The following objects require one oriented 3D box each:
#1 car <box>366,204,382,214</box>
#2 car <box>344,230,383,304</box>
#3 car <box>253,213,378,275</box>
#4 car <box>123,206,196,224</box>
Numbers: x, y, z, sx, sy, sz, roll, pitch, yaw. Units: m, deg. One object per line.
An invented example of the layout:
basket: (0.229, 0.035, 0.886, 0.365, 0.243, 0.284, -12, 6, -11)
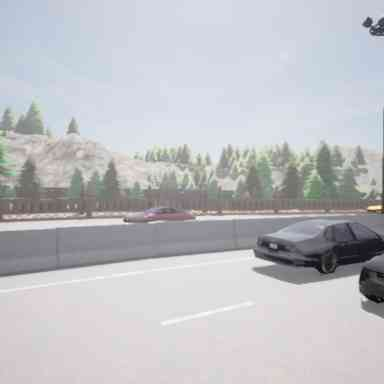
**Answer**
car: (19.097, 1.634, 31.737, 5.008, 1.535, 1.882, 1, 0, -16)
car: (5.446, 1.588, 6.891, 4.181, 1.385, 1.994, 0, 0, -30)
car: (4.465, 1.561, 10.441, 5.357, 1.411, 2.033, 0, 0, -29)
car: (-1.823, 1.522, 19.063, 4.181, 1.385, 1.994, 0, 0, -30)
